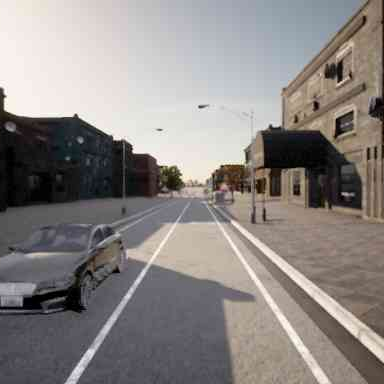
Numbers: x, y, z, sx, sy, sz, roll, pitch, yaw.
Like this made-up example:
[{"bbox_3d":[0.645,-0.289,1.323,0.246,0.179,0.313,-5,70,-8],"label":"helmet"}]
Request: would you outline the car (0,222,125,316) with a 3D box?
[{"bbox_3d":[-2.881,1.508,7.841,2.128,1.511,4.902,0,0,1],"label":"car"}]
